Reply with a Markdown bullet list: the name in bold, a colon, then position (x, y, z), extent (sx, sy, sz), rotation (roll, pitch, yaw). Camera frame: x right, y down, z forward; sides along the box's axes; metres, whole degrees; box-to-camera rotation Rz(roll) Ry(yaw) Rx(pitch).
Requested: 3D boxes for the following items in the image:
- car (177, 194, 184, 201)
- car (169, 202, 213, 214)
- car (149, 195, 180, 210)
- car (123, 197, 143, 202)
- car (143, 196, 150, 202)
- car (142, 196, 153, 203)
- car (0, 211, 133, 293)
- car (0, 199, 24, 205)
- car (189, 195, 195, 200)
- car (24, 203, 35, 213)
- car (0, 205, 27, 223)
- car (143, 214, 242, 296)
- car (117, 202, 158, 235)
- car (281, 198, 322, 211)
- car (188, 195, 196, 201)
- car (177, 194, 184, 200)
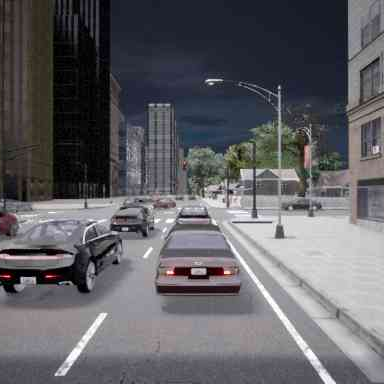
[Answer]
- **car**: position (-3.219, 1.343, 83.906), extent (2.097, 1.767, 4.553), rotation (0, 0, 0)
- **car**: position (0.105, 1.491, 17.821), extent (2.128, 1.511, 4.902), rotation (0, 0, 0)
- **car**: position (-3.616, 1.554, 44.414), extent (1.812, 1.442, 4.674), rotation (1, 1, 17)
- **car**: position (-9.806, 1.487, 53.781), extent (2.128, 1.511, 4.902), rotation (0, 0, 1)
- **car**: position (-9.769, 1.596, 63.100), extent (1.895, 1.301, 4.718), rotation (0, 0, 1)
- **car**: position (-9.723, 1.518, 73.212), extent (1.812, 1.442, 4.674), rotation (0, 0, 0)
- **car**: position (-3.148, 1.492, 8.839), extent (2.128, 1.511, 4.902), rotation (0, 0, 0)
- **car**: position (-18.660, 1.442, 30.531), extent (4.902, 1.511, 2.128), rotation (0, -1, 2)
- **car**: position (0.035, 1.527, 94.348), extent (1.812, 1.442, 4.674), rotation (0, 0, 0)
- **car**: position (-18.660, 1.476, 34.010), extent (4.902, 1.511, 2.128), rotation (0, -1, -2)
- **car**: position (-9.766, 1.525, 15.196), extent (1.812, 1.442, 4.674), rotation (0, 0, 1)
- **car**: position (0.094, 1.545, 8.768), extent (2.033, 1.411, 5.357), rotation (0, 0, -1)
- **car**: position (-3.143, 1.504, 18.099), extent (1.837, 1.490, 4.892), rotation (0, 0, 0)
- **car**: position (13.298, 1.555, 40.720), extent (4.892, 1.490, 1.837), rotation (0, -1, 0)
- **car**: position (0.032, 1.496, 84.112), extent (1.837, 1.490, 4.892), rotation (0, 0, 0)
- **car**: position (-3.215, 1.312, 93.941), extent (1.882, 1.535, 5.008), rotation (0, 0, 0)
